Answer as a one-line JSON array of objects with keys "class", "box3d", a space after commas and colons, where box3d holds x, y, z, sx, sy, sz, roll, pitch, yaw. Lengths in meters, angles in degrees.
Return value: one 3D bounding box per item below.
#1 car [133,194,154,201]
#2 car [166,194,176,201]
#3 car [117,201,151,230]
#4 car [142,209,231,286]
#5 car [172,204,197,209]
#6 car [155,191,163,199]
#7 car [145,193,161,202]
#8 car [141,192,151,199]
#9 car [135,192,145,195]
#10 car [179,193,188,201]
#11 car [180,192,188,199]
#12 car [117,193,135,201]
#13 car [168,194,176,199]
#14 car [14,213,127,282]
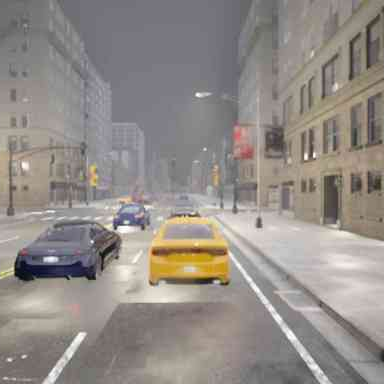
[{"class": "car", "box3d": [-7.902, 1.486, 54.623, 1.895, 1.301, 4.718, 0, 0, -1]}, {"class": "car", "box3d": [-5.230, 1.175, 81.452, 2.097, 1.767, 4.553, 0, 0, -1]}, {"class": "car", "box3d": [-3.618, 1.480, 20.365, 1.812, 1.442, 4.674, 0, 0, -1]}, {"class": "car", "box3d": [-0.096, 1.456, 9.394, 1.882, 1.535, 5.008, 0, 0, -1]}, {"class": "car", "box3d": [-0.433, 1.462, 18.978, 1.837, 1.490, 4.892, 0, 0, -1]}, {"class": "car", "box3d": [-8.583, 0.786, 85.550, 2.150, 2.045, 5.566, 0, 0, -1]}, {"class": "car", "box3d": [-8.197, 1.391, 69.943, 2.033, 1.411, 5.357, 0, 0, -1]}, {"class": "car", "box3d": [-11.843, 0.848, 85.941, 2.097, 1.767, 4.553, 0, 0, -1]}, {"class": "car", "box3d": [-11.469, 1.074, 70.808, 2.150, 2.045, 5.566, 0, 0, -1]}, {"class": "car", "box3d": [-1.980, 1.174, 81.533, 2.097, 1.767, 4.553, 0, 0, -1]}, {"class": "car", "box3d": [-2.229, 1.021, 91.532, 2.097, 1.767, 4.553, 0, 0, -1]}, {"class": "car", "box3d": [-11.163, 1.361, 55.139, 1.882, 1.535, 5.008, 0, 0, -1]}, {"class": "car", "box3d": [-5.479, 1.206, 91.482, 2.033, 1.411, 5.357, 0, 0, -1]}, {"class": "car", "box3d": [-3.357, 1.541, 9.772, 1.994, 1.385, 4.181, 0, 0, -2]}]
